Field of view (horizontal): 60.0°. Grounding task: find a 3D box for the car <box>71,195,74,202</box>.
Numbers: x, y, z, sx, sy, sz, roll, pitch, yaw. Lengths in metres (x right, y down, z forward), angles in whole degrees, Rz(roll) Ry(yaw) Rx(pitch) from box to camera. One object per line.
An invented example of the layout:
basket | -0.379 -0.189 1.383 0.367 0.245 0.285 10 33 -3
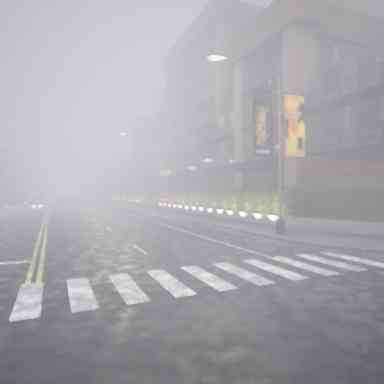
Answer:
car | -25.188 1.275 72.337 1.882 1.535 5.008 -1 0 -23

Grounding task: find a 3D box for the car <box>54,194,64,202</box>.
car | -28.462 1.324 71.094 1.882 1.535 5.008 -1 0 -23

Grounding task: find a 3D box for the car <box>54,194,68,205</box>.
car | -21.685 1.227 55.150 2.097 1.767 4.553 -1 0 -22

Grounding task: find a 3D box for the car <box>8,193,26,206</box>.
car | -29.821 1.446 56.211 1.882 1.535 5.008 -1 0 -22

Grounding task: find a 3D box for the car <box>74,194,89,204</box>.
car | -18.944 1.349 57.680 1.812 1.442 4.674 -1 0 -23

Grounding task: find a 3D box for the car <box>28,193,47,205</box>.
car | -26.600 1.414 57.576 2.128 1.511 4.902 -1 0 -22

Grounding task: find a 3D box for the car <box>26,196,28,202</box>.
car | -36.258 1.491 71.580 1.994 1.385 4.181 -1 0 -23
